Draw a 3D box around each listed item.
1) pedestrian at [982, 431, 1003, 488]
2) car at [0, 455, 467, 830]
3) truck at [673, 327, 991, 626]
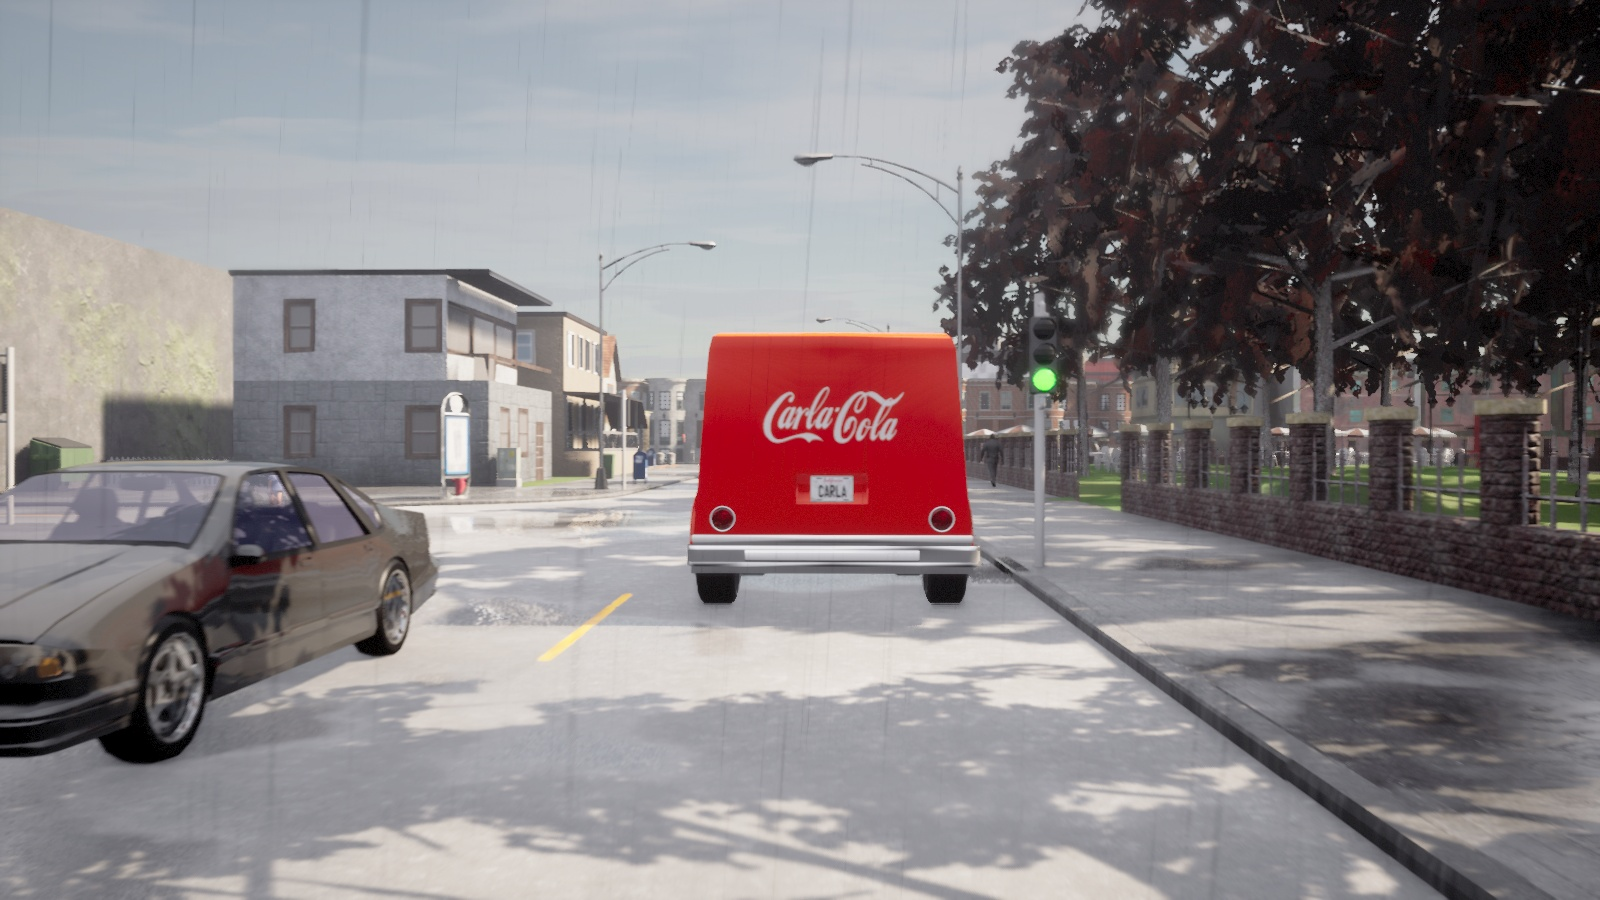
[{"bbox_3d":[6.381,0.300,41.642,0.563,1.883,0.849,0,0,1],"label":"pedestrian"},{"bbox_3d":[-3.811,0.761,7.585,2.033,1.411,5.357,0,0,2],"label":"car"},{"bbox_3d":[0.305,0.210,12.998,2.627,2.467,5.204,0,0,1],"label":"truck"}]
